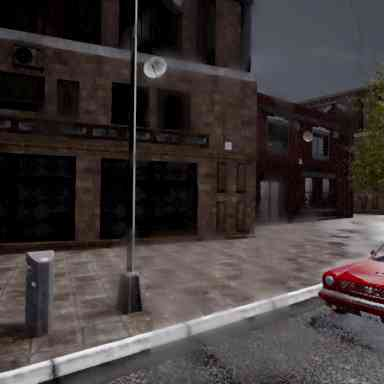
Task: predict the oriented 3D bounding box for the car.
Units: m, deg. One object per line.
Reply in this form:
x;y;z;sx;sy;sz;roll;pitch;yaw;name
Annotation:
4.506;1.602;6.409;4.718;1.301;1.895;0;0;-37;car
